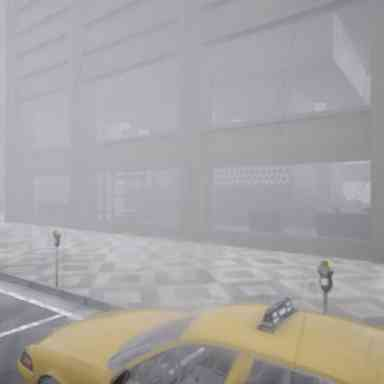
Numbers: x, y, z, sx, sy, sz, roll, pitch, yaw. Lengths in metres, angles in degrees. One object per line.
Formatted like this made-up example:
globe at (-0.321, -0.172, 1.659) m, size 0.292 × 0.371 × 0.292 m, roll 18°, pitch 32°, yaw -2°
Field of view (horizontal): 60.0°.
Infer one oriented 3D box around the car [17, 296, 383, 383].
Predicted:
car at (0.428, 1.524, 2.659) m, size 4.829 × 1.417 × 1.752 m, roll 0°, pitch 0°, yaw 36°
